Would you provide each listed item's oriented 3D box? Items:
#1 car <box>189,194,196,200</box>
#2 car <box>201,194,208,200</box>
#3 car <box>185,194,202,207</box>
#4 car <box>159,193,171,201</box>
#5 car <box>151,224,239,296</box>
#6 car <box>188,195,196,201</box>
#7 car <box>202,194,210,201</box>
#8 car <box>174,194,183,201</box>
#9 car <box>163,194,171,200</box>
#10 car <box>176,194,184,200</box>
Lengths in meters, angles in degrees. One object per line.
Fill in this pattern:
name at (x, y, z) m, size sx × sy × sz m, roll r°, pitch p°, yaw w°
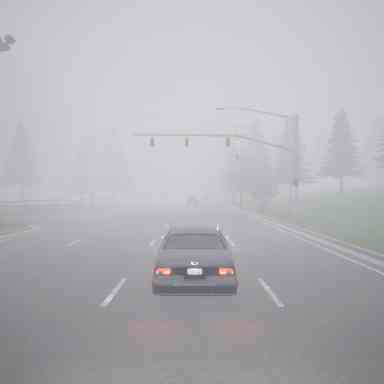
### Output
car at (0.045, 1.310, 93.892) m, size 1.882 × 1.535 × 5.008 m, roll 0°, pitch 0°, yaw 0°
car at (3.545, 1.310, 93.890) m, size 1.882 × 1.535 × 5.008 m, roll 0°, pitch 0°, yaw 0°
car at (0.023, 1.351, 52.829) m, size 2.097 × 1.767 × 4.553 m, roll 0°, pitch 0°, yaw 0°
car at (-6.960, 1.216, 83.505) m, size 2.150 × 2.045 × 5.566 m, roll 0°, pitch 0°, yaw 0°
car at (0.070, 1.547, 8.790) m, size 2.033 × 1.411 × 5.357 m, roll 0°, pitch 0°, yaw 0°
car at (0.040, 1.531, 83.472) m, size 2.033 × 1.411 × 5.357 m, roll 0°, pitch 0°, yaw 0°
car at (3.540, 1.491, 83.470) m, size 1.837 × 1.490 × 4.892 m, roll 0°, pitch 0°, yaw 0°
car at (-3.460, 1.516, 83.890) m, size 1.812 × 1.442 × 4.674 m, roll 0°, pitch 0°, yaw 0°
car at (-6.955, 1.384, 93.895) m, size 1.994 × 1.385 × 4.181 m, roll 0°, pitch 0°, yaw 0°
car at (-3.455, 1.357, 93.893) m, size 2.128 × 1.511 × 4.902 m, roll 0°, pitch 0°, yaw 0°
